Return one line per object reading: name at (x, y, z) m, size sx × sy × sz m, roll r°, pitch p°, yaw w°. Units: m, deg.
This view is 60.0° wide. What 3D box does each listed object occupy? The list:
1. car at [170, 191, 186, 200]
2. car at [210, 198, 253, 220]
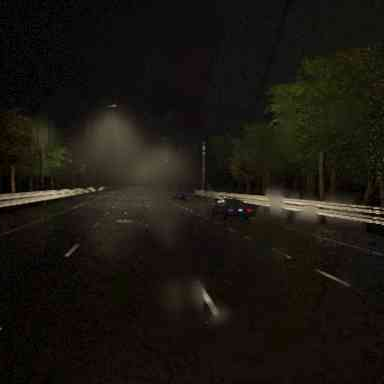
car at (-2.209, 0.557, 52.377) m, size 1.994 × 1.385 × 4.181 m, roll 1°, pitch 1°, yaw -10°
car at (2.685, 1.161, 23.874) m, size 2.033 × 1.411 × 5.357 m, roll 1°, pitch 1°, yaw -10°
